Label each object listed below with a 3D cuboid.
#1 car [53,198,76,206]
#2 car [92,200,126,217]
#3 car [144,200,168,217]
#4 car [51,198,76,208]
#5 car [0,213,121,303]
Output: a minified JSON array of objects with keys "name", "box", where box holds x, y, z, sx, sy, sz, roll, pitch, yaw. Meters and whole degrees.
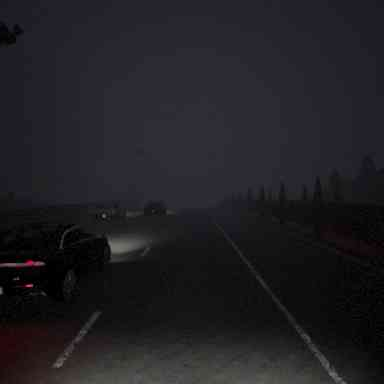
[{"name":"car","box":[-17.574,1.556,46.099,1.812,1.442,4.674,0,-1,0]},{"name":"car","box":[-6.893,1.606,28.307,1.895,1.301,4.718,0,0,0]},{"name":"car","box":[-3.393,1.497,31.509,2.128,1.511,4.902,0,0,0]},{"name":"car","box":[-21.024,1.851,54.816,2.033,1.411,5.357,0,-3,1]},{"name":"car","box":[-3.398,1.493,8.170,2.128,1.511,4.902,0,0,0]}]
